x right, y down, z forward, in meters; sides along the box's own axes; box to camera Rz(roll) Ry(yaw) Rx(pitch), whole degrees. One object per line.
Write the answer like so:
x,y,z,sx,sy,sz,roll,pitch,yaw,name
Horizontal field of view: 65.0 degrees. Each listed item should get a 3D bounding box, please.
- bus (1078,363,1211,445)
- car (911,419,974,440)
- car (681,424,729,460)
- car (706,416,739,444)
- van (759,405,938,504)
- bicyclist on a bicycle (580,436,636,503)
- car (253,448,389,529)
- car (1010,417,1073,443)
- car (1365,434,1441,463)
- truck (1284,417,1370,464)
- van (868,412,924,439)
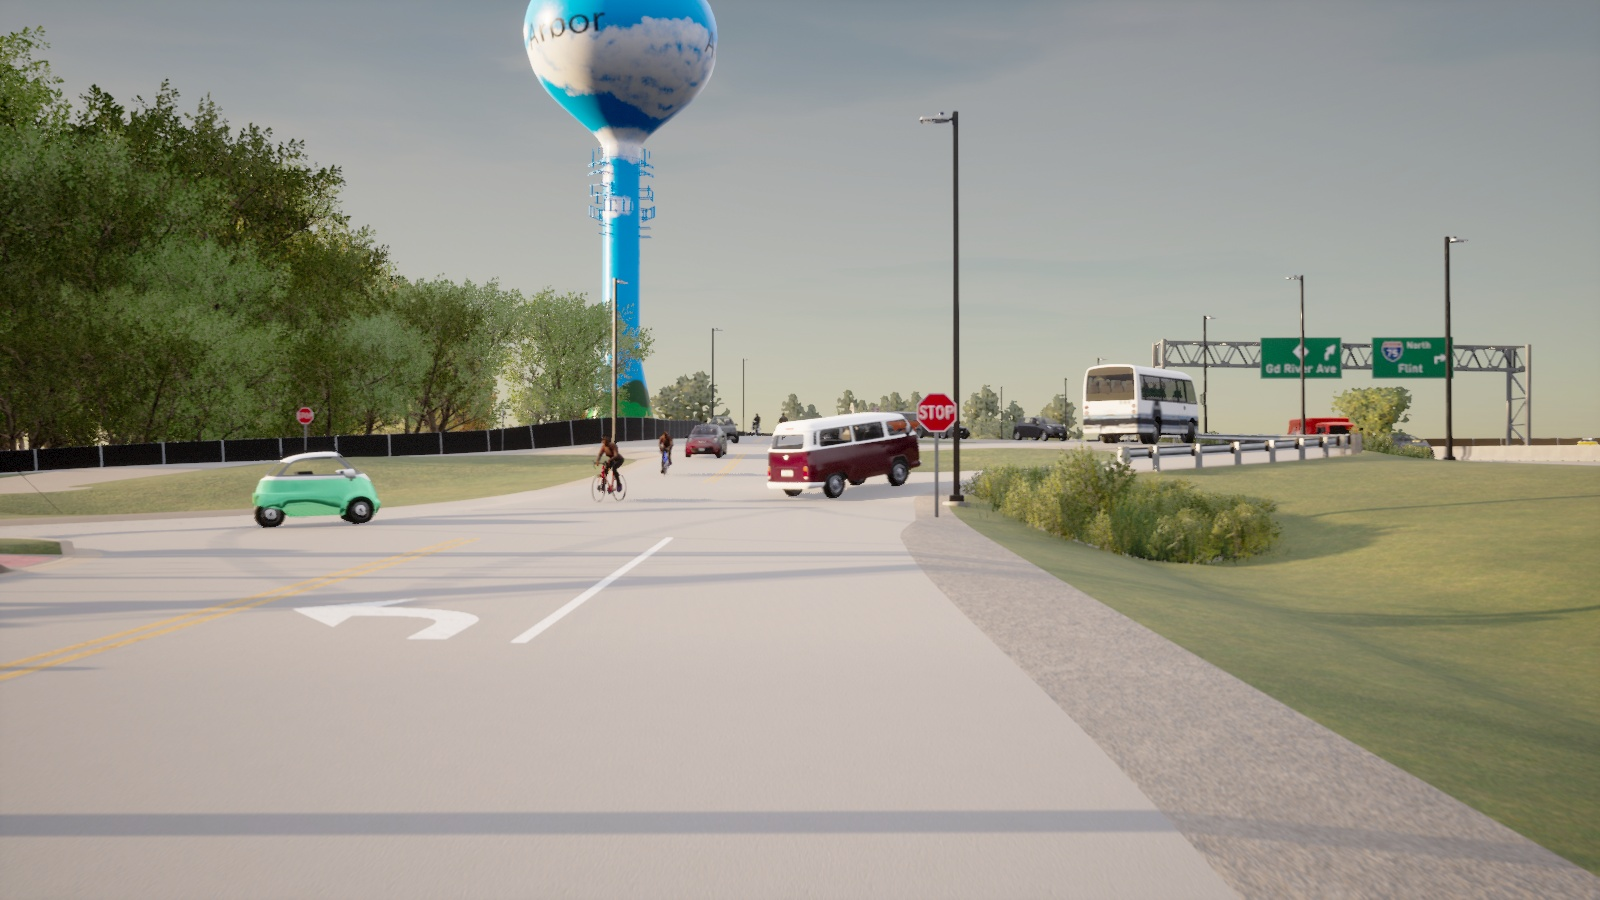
19.912,-2.482,72.025,3.944,4.253,10.273,-1,-1,36,bus
9.725,-1.403,85.860,1.994,1.385,4.181,0,1,-34,car
-4.386,-0.404,58.540,1.845,1.501,3.633,0,3,2,car
-4.627,-1.194,74.516,1.789,1.549,3.705,0,2,-6,car
1.349,0.073,33.312,4.480,2.038,2.069,-9,6,-43,van
-4.706,0.476,30.887,0.582,1.620,1.656,0,-1,23,bicyclist on a bicycle
-9.022,0.703,23.614,2.207,1.376,1.481,-2,0,-27,car
14.904,-1.246,77.575,1.845,1.501,3.633,0,1,-30,car
32.460,-0.071,67.758,2.007,1.525,4.514,0,0,1,car
28.988,-0.516,69.295,2.627,2.467,5.204,0,0,1,truck
7.262,-1.906,95.654,1.775,1.987,4.442,0,1,-36,van
